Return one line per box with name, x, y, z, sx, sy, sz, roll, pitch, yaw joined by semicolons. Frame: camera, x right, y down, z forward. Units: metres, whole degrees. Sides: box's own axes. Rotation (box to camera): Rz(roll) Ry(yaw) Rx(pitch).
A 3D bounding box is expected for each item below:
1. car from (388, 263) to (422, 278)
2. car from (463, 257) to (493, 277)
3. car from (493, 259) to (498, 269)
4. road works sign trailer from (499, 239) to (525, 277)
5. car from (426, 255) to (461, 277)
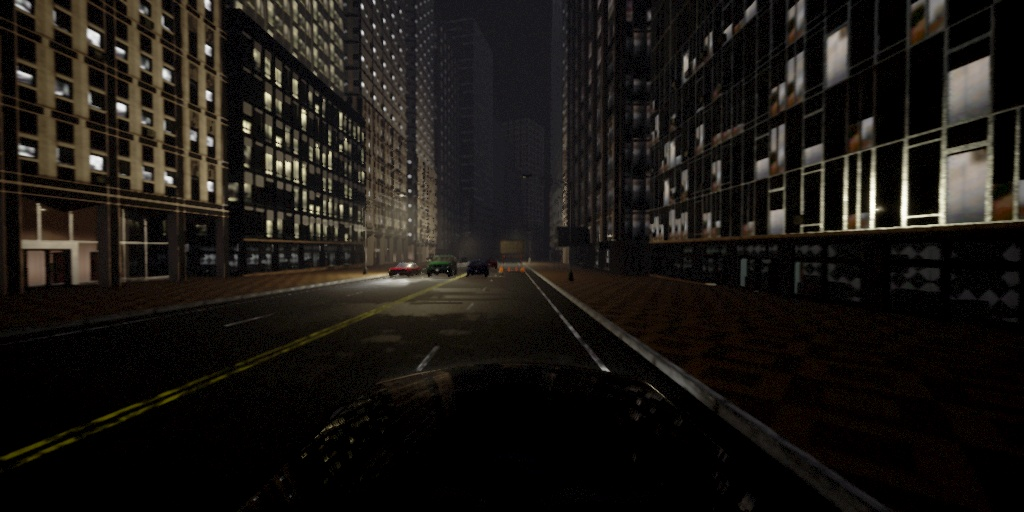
car;-9.853;1.289;33.179;1.895;1.301;4.718;0;0;0
car;-3.158;1.164;34.280;1.882;1.535;5.008;0;0;0
car;-3.163;1.126;53.892;1.882;1.535;5.008;0;0;0
road works sign trailer;-0.002;0.149;35.085;2.380;3.560;2.880;0;0;1
car;-6.602;0.910;34.357;2.150;2.045;5.566;0;0;0
